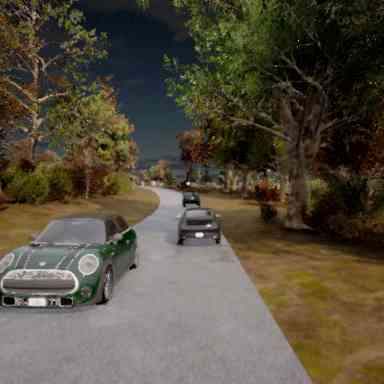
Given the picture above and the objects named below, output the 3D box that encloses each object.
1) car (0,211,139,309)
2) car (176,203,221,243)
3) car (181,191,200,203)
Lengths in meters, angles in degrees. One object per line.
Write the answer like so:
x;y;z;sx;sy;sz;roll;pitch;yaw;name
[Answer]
-2.671;1.343;8.101;2.097;1.767;4.553;0;0;1;car
0.330;1.491;15.913;1.837;1.490;4.892;-1;0;1;car
-0.138;0.828;43.407;2.150;2.045;5.566;0;2;-3;car
